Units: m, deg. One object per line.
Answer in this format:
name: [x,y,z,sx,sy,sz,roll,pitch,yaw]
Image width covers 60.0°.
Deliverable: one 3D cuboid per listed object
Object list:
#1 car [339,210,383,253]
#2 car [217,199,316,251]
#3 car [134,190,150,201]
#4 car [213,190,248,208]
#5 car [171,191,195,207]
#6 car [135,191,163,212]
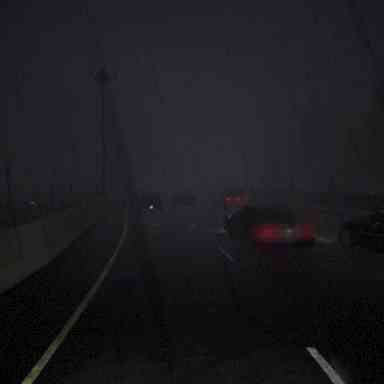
car: [6.359,1.239,10.045,1.837,1.490,4.892,0,1,-5]
car: [2.604,1.218,12.509,2.033,1.411,5.357,0,1,-8]
car: [-6.625,0.454,44.082,1.895,1.301,4.718,0,1,-11]
car: [3.315,0.594,29.021,2.097,1.767,4.553,0,2,-10]
car: [-0.977,0.618,32.985,1.882,1.535,5.008,0,1,-11]
car: [-3.481,0.794,27.289,1.837,1.490,4.892,0,2,-10]
